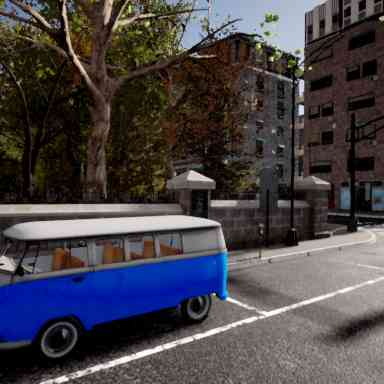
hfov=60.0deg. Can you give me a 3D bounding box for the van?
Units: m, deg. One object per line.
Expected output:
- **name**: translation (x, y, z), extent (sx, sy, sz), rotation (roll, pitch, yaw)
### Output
- **van**: translation (-1.246, 1.341, 5.613), extent (3.998, 1.788, 1.690), rotation (0, 1, -36)
